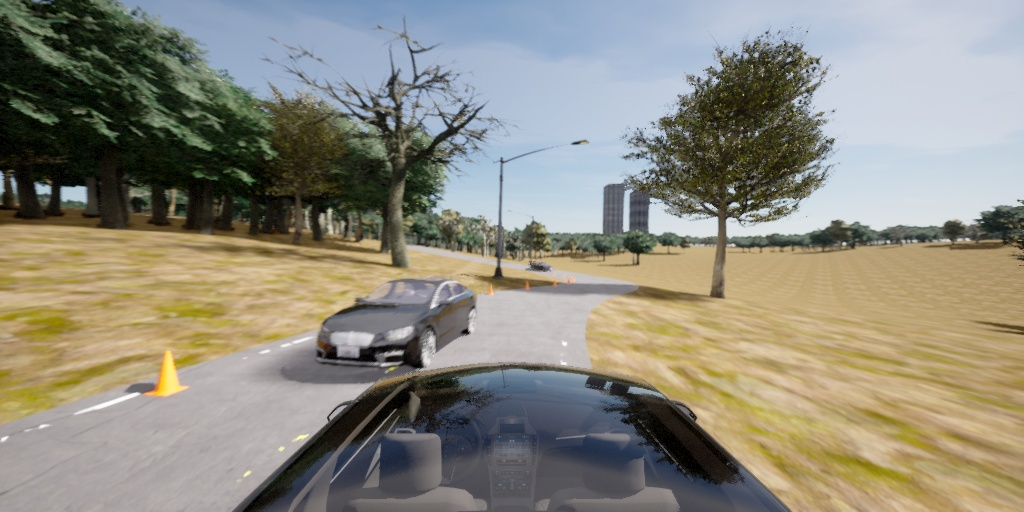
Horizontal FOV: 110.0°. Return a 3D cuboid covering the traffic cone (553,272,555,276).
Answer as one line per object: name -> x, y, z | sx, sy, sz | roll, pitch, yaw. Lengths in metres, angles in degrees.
traffic cone -> 6.117, 2.578, 51.932 | 0.340, 0.580, 0.340 | 0, 0, -14

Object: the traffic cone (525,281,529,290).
traffic cone -> 1.072, 2.058, 25.230 | 0.340, 0.580, 0.340 | 0, 0, 29

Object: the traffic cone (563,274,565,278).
traffic cone -> 6.904, 2.635, 47.394 | 0.340, 0.580, 0.340 | 0, 0, -6

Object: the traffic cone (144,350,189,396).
traffic cone -> -4.929, 1.641, 5.127 | 0.340, 0.580, 0.340 | 0, 0, 5

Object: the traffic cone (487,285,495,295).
traffic cone -> -1.208, 1.920, 20.468 | 0.340, 0.580, 0.340 | 0, 0, 23

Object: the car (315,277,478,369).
car -> -2.117, 1.241, 7.947 | 2.128, 1.511, 4.902 | 1, -1, 10

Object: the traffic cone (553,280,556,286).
traffic cone -> 3.517, 2.204, 29.519 | 0.340, 0.580, 0.340 | 0, 0, 27

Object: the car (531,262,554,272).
car -> 5.083, 1.793, 59.917 | 2.128, 1.511, 4.902 | 0, 3, -33

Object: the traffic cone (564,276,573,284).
traffic cone -> 5.324, 2.343, 33.757 | 0.340, 0.580, 0.340 | 0, 0, 19
